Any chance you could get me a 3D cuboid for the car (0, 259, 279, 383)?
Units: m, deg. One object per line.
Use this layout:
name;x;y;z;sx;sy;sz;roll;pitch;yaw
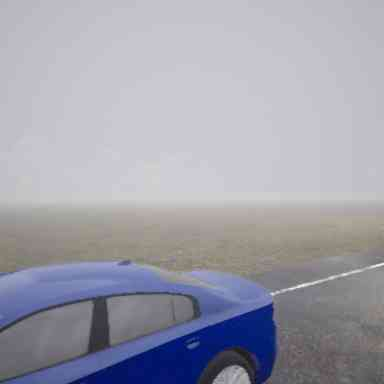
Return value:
car;-1.367;1.476;3.014;5.008;1.535;1.882;0;0;-35
